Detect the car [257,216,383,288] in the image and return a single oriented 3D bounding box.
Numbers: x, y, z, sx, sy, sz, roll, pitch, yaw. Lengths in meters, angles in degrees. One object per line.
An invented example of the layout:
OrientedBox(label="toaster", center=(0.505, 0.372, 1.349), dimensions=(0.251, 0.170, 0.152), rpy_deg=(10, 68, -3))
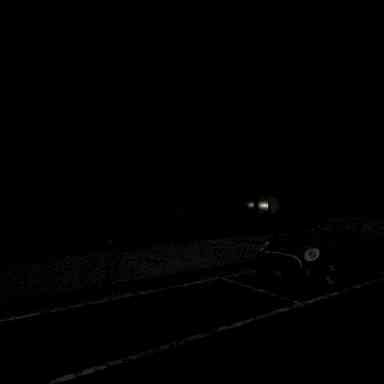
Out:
OrientedBox(label="car", center=(3.676, 1.438, 9.145), dimensions=(4.097, 1.590, 1.967), rpy_deg=(0, 0, -35))
